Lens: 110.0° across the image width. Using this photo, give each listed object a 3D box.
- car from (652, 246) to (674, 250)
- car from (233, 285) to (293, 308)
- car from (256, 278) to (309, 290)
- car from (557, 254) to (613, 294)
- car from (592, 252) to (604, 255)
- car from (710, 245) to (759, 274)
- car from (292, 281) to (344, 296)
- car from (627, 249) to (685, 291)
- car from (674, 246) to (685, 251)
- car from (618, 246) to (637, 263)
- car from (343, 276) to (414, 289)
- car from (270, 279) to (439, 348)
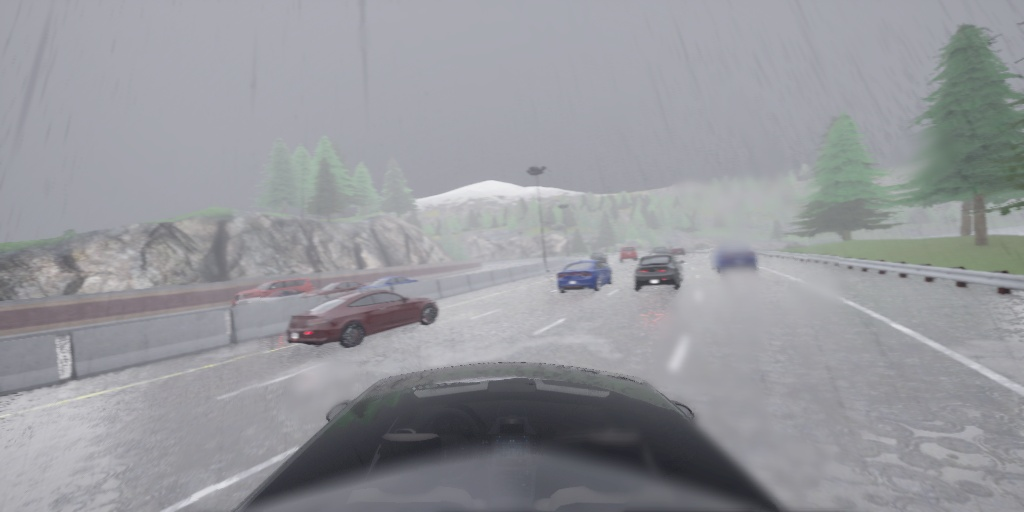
[{"bbox_3d":[17.140,-0.312,41.829,2.097,1.767,4.553,-6,0,17],"label":"car"},{"bbox_3d":[-16.507,3.104,25.375,1.895,1.301,4.718,-6,0,28],"label":"car"},{"bbox_3d":[-18.769,2.965,28.604,2.150,2.045,5.566,-6,-1,28],"label":"car"},{"bbox_3d":[3.854,0.957,18.515,1.882,1.535,5.008,-5,0,27],"label":"car"},{"bbox_3d":[11.062,0.305,45.898,2.097,1.767,4.553,-6,0,17],"label":"car"},{"bbox_3d":[12.813,0.101,20.864,1.882,1.535,5.008,-5,0,24],"label":"car"},{"bbox_3d":[-12.437,2.587,25.677,1.882,1.535,5.008,-6,0,28],"label":"car"},{"bbox_3d":[6.885,0.680,16.763,1.837,1.490,4.892,-5,0,27],"label":"car"},{"bbox_3d":[23.660,-0.753,52.091,1.882,1.535,5.008,-5,0,13],"label":"car"},{"bbox_3d":[15.729,-0.260,48.734,2.150,2.045,5.566,-5,0,14],"label":"car"},{"bbox_3d":[-8.788,2.229,25.153,1.882,1.535,5.008,-6,0,27],"label":"car"},{"bbox_3d":[-4.358,1.756,11.118,1.812,1.442,4.674,-6,0,31],"label":"car"}]
